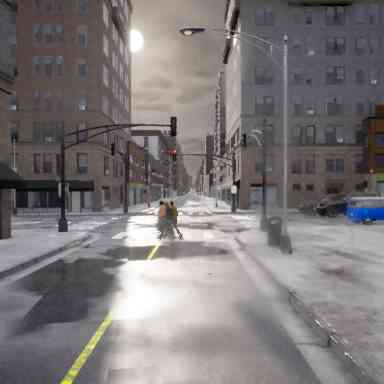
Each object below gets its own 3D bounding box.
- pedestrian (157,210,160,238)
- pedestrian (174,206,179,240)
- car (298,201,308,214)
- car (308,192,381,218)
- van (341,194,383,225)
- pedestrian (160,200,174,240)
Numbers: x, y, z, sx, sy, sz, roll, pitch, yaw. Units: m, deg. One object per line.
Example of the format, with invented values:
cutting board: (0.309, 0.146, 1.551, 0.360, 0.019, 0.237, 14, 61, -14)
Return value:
pedestrian: (-1.403, 1.290, 16.510, 0.375, 1.860, 0.375, 0, 0, 0)
pedestrian: (-0.951, 1.290, 15.909, 0.375, 1.860, 0.375, 0, 0, 0)
car: (12.237, 1.117, 30.077, 5.009, 1.841, 2.192, -1, 1, 0)
car: (12.915, 1.034, 27.427, 5.566, 2.045, 2.150, -1, 0, 0)
van: (12.217, 1.203, 21.553, 3.998, 1.788, 1.690, -1, 1, 0)
pedestrian: (-1.162, 1.291, 15.244, 0.375, 1.860, 0.375, 0, 0, 0)
